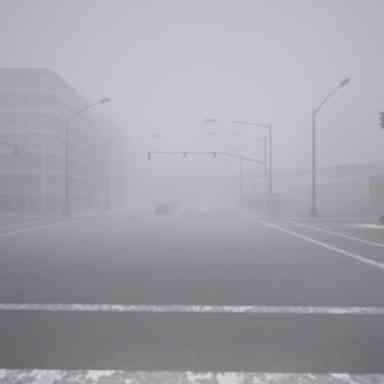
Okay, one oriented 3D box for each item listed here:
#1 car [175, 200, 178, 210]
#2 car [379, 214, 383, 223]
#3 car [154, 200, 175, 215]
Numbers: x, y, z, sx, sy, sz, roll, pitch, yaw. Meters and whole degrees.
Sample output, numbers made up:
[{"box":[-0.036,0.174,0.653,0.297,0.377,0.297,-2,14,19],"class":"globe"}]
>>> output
[{"box":[-3.581,2.101,52.202,1.882,1.535,5.008,0,-1,0],"class":"car"},{"box":[16.407,1.862,24.918,4.181,1.385,1.994,0,-1,0],"class":"car"},{"box":[-3.591,1.979,41.946,1.882,1.535,5.008,0,-1,0],"class":"car"}]
